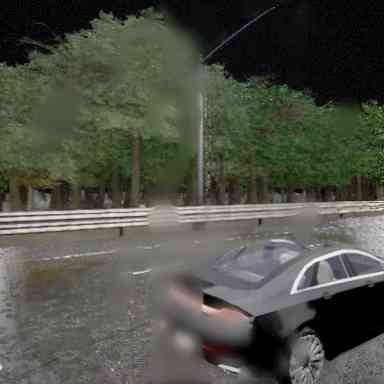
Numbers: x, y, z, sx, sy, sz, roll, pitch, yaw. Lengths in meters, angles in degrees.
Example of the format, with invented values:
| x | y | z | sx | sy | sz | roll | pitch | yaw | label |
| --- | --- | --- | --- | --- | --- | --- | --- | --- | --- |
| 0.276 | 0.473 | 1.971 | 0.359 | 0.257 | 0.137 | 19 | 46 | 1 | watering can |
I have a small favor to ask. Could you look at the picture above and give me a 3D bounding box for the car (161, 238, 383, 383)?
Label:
| x | y | z | sx | sy | sz | roll | pitch | yaw | label |
| --- | --- | --- | --- | --- | --- | --- | --- | --- | --- |
| 1.882 | 1.491 | 5.214 | 4.902 | 1.511 | 2.128 | 0 | 0 | -36 | car |
